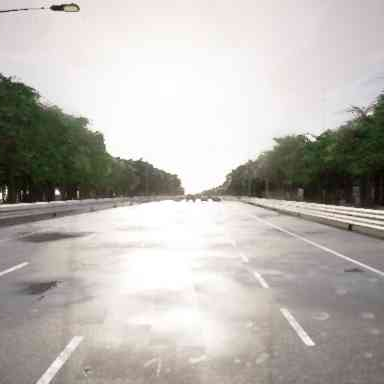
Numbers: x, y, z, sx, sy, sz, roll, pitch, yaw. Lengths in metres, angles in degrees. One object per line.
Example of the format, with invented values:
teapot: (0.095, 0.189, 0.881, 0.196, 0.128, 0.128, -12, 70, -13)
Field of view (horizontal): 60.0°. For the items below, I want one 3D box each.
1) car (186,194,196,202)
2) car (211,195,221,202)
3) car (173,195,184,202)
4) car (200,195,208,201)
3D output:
car: (-0.436, 1.471, 86.728, 2.150, 2.045, 5.566, 0, 0, 3)
car: (6.390, 1.786, 85.930, 2.033, 1.411, 5.357, 0, 0, 1)
car: (-3.955, 1.779, 86.458, 2.033, 1.411, 5.357, 0, 0, 3)
car: (3.162, 1.820, 88.597, 1.994, 1.385, 4.181, 0, 0, 3)
